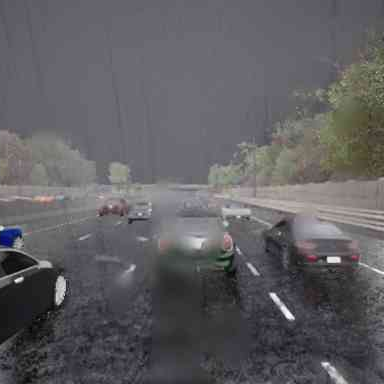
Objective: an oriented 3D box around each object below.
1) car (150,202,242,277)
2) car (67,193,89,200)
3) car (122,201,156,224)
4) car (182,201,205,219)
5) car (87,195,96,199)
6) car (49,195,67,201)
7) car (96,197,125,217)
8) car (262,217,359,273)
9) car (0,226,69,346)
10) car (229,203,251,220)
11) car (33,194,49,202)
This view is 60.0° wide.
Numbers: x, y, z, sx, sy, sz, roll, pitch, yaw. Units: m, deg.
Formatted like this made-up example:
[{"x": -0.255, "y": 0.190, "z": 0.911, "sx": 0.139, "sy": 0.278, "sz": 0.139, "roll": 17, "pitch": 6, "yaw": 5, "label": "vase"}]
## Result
[{"x": 0.103, "y": 1.335, "z": 10.325, "sx": 2.097, "sy": 1.767, "sz": 4.553, "roll": 0, "pitch": 0, "yaw": 0, "label": "car"}, {"x": -20.992, "y": 1.145, "z": 62.755, "sx": 2.150, "sy": 2.045, "sz": 5.566, "roll": 0, "pitch": 0, "yaw": 0, "label": "car"}, {"x": -3.396, "y": 1.509, "z": 24.260, "sx": 2.033, "sy": 1.411, "sz": 5.357, "roll": 0, "pitch": 0, "yaw": 0, "label": "car"}, {"x": 0.109, "y": 1.556, "z": 29.270, "sx": 1.895, "sy": 1.301, "sz": 4.718, "roll": 0, "pitch": 0, "yaw": 0, "label": "car"}, {"x": -17.503, "y": 1.518, "z": 62.557, "sx": 1.895, "sy": 1.301, "sz": 4.718, "roll": 0, "pitch": 0, "yaw": 0, "label": "car"}, {"x": -24.491, "y": 1.398, "z": 62.713, "sx": 1.882, "sy": 1.535, "sz": 5.008, "roll": 0, "pitch": 0, "yaw": 0, "label": "car"}, {"x": -6.896, "y": 1.305, "z": 30.396, "sx": 2.097, "sy": 1.767, "sz": 4.553, "roll": 0, "pitch": 0, "yaw": 0, "label": "car"}, {"x": 3.503, "y": 1.506, "z": 10.513, "sx": 1.812, "sy": 1.442, "sz": 4.674, "roll": 0, "pitch": 0, "yaw": 0, "label": "car"}, {"x": -3.399, "y": 1.496, "z": 4.818, "sx": 1.837, "sy": 1.490, "sz": 4.892, "roll": 0, "pitch": 0, "yaw": 0, "label": "car"}, {"x": 3.505, "y": 1.556, "z": 27.185, "sx": 1.895, "sy": 1.301, "sz": 4.718, "roll": 0, "pitch": 0, "yaw": 0, "label": "car"}, {"x": -27.988, "y": 1.272, "z": 62.580, "sx": 2.097, "sy": 1.767, "sz": 4.553, "roll": 0, "pitch": 0, "yaw": 0, "label": "car"}]
